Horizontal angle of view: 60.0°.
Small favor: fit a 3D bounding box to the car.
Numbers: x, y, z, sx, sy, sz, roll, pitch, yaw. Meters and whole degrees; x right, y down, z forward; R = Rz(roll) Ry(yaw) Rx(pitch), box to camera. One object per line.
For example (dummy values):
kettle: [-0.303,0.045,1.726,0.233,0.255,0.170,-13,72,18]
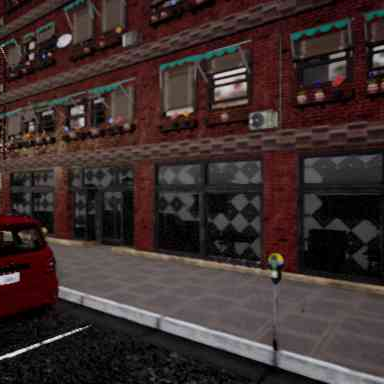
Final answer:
car: [-4.510,1.304,6.092,5.009,1.841,2.192,0,0,36]
